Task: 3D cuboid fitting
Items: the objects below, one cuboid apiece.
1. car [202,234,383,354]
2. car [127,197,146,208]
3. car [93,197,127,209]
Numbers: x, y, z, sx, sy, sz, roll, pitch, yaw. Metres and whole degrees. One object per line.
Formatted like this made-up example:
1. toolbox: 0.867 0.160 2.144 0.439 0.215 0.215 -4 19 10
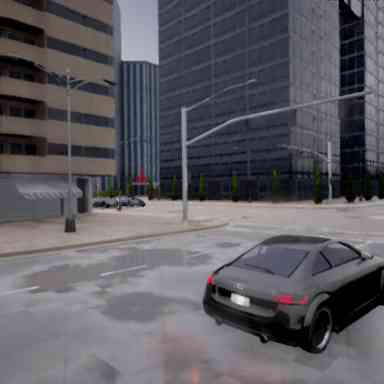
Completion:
1. car: 2.159 1.490 6.137 4.181 1.385 1.994 -1 1 -43
2. car: -7.915 1.336 43.770 4.181 1.385 1.994 0 1 44
3. car: -10.501 1.385 41.406 4.181 1.385 1.994 0 1 44
